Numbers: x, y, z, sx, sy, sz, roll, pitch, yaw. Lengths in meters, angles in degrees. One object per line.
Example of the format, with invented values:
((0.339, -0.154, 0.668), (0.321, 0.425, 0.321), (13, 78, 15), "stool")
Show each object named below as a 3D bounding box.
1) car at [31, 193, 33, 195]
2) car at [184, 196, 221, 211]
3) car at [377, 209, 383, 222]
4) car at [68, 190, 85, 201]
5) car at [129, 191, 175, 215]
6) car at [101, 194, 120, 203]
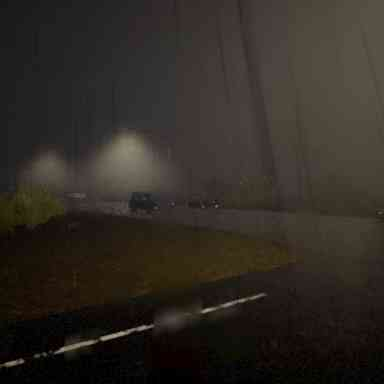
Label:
((-39.312, 0.728, 82.875), (2.097, 1.767, 4.553), (-1, 1, -33), "car")
((1.037, 1.187, 35.852), (1.837, 1.490, 4.892), (-1, 1, -37), "car")
((13.515, 1.265, 19.344), (2.128, 1.511, 4.902), (-1, 1, -37), "car")
((-23.851, 0.685, 68.739), (2.150, 2.045, 5.566), (-1, 1, -37), "car")
((-3.832, 0.978, 30.681), (2.150, 2.045, 5.566), (-1, 1, -37), "car")
((-13.495, 1.082, 55.058), (1.812, 1.442, 4.674), (-1, 1, -37), "car")
